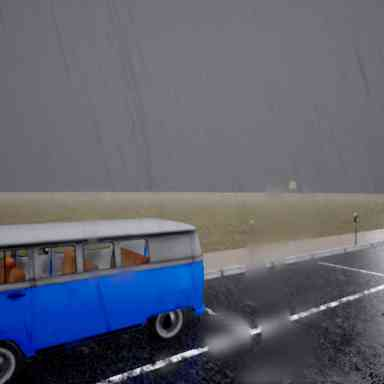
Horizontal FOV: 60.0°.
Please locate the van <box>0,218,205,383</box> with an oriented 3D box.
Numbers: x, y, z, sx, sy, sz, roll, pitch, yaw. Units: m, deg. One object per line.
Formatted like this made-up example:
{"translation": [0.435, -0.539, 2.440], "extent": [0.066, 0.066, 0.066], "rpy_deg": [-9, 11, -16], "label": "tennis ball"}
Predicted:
{"translation": [-1.696, 1.341, 4.875], "extent": [3.998, 1.788, 1.690], "rpy_deg": [0, 1, -36], "label": "van"}
